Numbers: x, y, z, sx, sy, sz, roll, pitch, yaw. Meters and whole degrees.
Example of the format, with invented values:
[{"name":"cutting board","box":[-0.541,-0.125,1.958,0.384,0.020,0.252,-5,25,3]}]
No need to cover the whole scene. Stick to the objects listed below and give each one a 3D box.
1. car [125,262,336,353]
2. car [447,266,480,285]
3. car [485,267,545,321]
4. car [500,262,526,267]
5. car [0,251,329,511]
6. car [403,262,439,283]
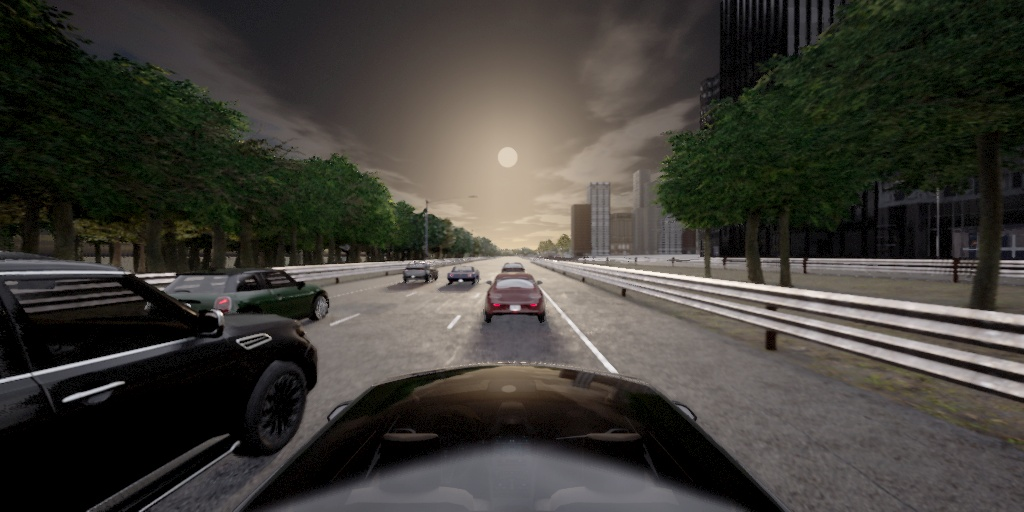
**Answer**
[{"name":"car","box":[-6.903,1.100,9.641,2.097,1.767,4.553,0,0,0]},{"name":"car","box":[-3.407,1.345,26.106,1.895,1.301,4.718,0,0,0]},{"name":"car","box":[0.083,1.273,12.267,1.812,1.442,4.674,0,0,0]},{"name":"car","box":[0.091,1.221,29.069,1.882,1.535,5.008,0,0,0]},{"name":"car","box":[-3.398,0.971,1.922,2.150,2.045,5.566,0,0,0]},{"name":"car","box":[-6.908,1.235,27.499,2.128,1.511,4.902,0,0,0]}]
